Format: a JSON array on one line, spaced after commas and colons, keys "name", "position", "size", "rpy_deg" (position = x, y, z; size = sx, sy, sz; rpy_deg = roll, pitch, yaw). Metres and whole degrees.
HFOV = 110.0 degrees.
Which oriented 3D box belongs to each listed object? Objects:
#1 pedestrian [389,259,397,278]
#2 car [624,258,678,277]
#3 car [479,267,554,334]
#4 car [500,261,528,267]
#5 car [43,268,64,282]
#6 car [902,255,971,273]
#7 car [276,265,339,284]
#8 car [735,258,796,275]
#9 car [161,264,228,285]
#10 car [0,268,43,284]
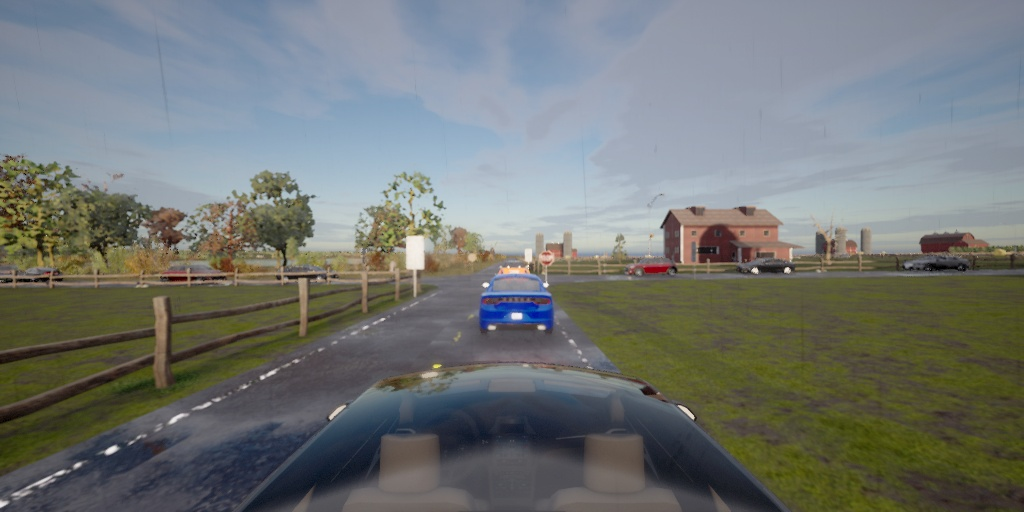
[{"name": "pedestrian", "position": [-12.092, 1.231, 36.500], "size": [0.375, 1.860, 0.375], "rpy_deg": [0, 1, 1]}, {"name": "car", "position": [12.779, 0.948, 33.185], "size": [4.553, 1.767, 2.097], "rpy_deg": [-1, 0, -1]}, {"name": "car", "position": [0.115, 1.244, 10.749], "size": [1.882, 1.535, 5.008], "rpy_deg": [0, 0, 0]}, {"name": "car", "position": [0.145, 1.147, 26.600], "size": [2.097, 1.767, 4.553], "rpy_deg": [0, 0, 0]}, {"name": "car", "position": [-47.861, 1.942, 36.396], "size": [4.892, 1.490, 1.837], "rpy_deg": [-1, 0, 19]}, {"name": "car", "position": [38.867, 0.699, 32.958], "size": [4.902, 1.511, 2.128], "rpy_deg": [-1, 0, 1]}, {"name": "car", "position": [-17.386, 1.545, 30.595], "size": [4.892, 1.490, 1.837], "rpy_deg": [-1, 0, 1]}, {"name": "car", "position": [23.357, 0.946, 33.130], "size": [4.892, 1.490, 1.837], "rpy_deg": [-1, 0, 1]}, {"name": "car", "position": [-27.158, 1.528, 30.778], "size": [4.553, 1.767, 2.097], "rpy_deg": [-1, 0, 2]}, {"name": "car", "position": [-46.291, 2.026, 32.954], "size": [4.718, 1.301, 1.895], "rpy_deg": [-1, 0, 15]}]
